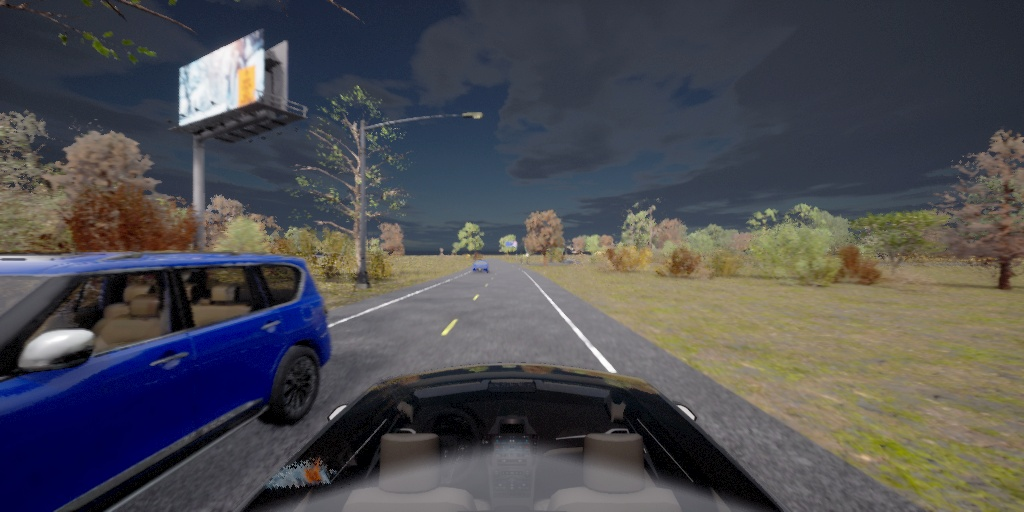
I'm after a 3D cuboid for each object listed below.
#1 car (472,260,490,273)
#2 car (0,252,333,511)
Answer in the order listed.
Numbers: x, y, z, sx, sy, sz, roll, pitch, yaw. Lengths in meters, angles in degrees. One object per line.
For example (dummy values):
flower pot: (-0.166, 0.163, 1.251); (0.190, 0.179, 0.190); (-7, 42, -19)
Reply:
car: (-3.755, 1.281, 43.790); (1.882, 1.535, 5.008); (0, 0, -1)
car: (-3.600, 0.972, 2.800); (2.150, 2.045, 5.566); (0, 0, 0)
